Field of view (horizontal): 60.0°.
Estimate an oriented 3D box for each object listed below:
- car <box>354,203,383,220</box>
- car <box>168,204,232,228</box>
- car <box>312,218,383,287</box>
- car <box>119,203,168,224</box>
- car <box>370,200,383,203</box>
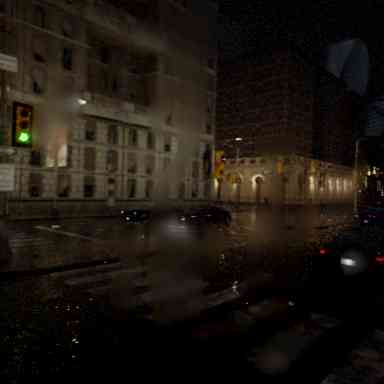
[{"bbox_3d":[12.900,1.789,23.203,1.882,1.535,5.008,2,0,43],"label":"car"},{"bbox_3d":[0.803,1.543,22.171,1.994,1.385,4.181,2,0,43],"label":"car"},{"bbox_3d":[5.064,1.685,9.455,1.994,1.385,4.181,2,0,42],"label":"car"},{"bbox_3d":[-2.729,1.479,23.512,1.895,1.301,4.718,2,0,43],"label":"car"},{"bbox_3d":[43.061,2.636,77.728,1.895,1.301,4.718,2,0,43],"label":"car"}]
